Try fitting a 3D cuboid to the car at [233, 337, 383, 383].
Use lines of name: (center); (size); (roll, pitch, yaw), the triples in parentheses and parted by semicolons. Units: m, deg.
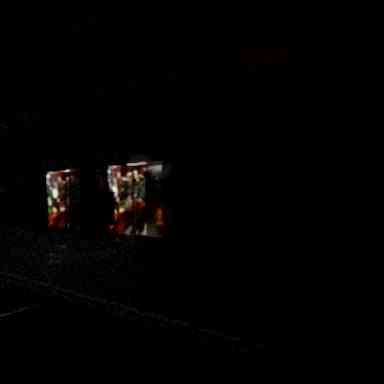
car: (1.918, 1.438, 1.525); (4.097, 1.590, 1.967); (0, -1, 36)
